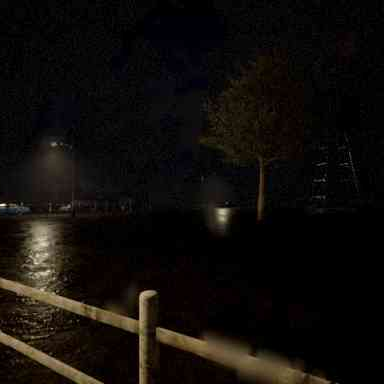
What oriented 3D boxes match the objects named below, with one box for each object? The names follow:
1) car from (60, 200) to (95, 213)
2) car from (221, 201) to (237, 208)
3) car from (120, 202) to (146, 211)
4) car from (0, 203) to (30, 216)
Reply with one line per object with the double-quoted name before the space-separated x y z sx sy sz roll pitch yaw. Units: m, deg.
"car" -15.129 1.911 44.015 2.097 1.767 4.553 -2 -2 36
"car" 7.734 2.626 69.478 1.994 1.385 4.181 -2 -2 36
"car" -9.191 2.258 52.255 1.812 1.442 4.674 -2 -2 36
"car" -20.669 1.950 36.309 2.033 1.411 5.357 -2 -2 35
